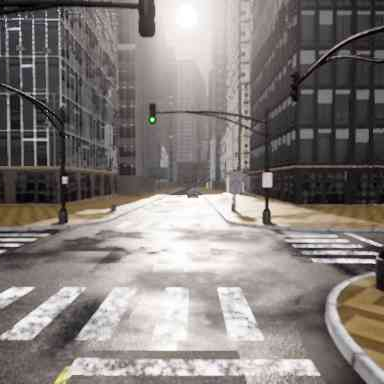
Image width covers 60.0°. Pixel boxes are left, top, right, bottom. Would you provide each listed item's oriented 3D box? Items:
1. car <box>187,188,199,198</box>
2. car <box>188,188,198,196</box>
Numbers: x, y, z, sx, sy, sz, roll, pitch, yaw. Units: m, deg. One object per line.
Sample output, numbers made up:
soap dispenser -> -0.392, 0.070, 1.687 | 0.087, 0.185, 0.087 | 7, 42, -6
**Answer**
car -> 0.155, 0.318, 56.306 | 1.895, 1.301, 4.718 | 0, 1, 0
car -> 0.182, 0.023, 66.290 | 1.812, 1.442, 4.674 | 0, 1, 0
